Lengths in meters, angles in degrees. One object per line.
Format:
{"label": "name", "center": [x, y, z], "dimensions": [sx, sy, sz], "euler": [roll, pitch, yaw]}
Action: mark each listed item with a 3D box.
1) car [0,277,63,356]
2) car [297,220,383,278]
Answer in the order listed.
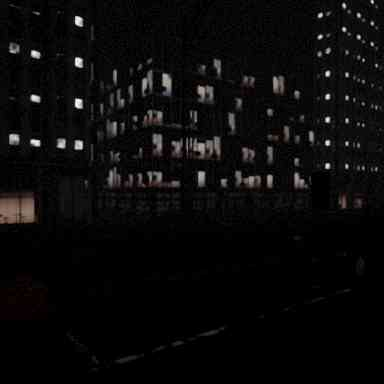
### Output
{"label": "car", "center": [-4.049, 1.522, 3.672], "dimensions": [4.829, 1.417, 1.752], "euler": [0, 0, -36]}
{"label": "car", "center": [5.096, 1.570, 10.199], "dimensions": [4.507, 1.381, 1.887], "euler": [0, 0, -36]}
